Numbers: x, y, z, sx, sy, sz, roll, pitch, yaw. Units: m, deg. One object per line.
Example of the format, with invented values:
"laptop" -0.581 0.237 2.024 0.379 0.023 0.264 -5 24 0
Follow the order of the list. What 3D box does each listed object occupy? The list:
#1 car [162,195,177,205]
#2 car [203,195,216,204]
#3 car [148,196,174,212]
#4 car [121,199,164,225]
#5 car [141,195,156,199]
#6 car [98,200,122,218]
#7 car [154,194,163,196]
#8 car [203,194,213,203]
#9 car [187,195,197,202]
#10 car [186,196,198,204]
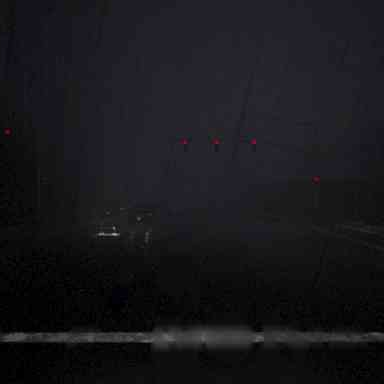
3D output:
"car" -3.592 1.530 58.079 2.128 1.511 4.902 0 0 0
"car" 3.594 1.590 64.153 2.033 1.411 5.357 0 0 0
"car" -3.606 1.574 39.237 2.033 1.411 5.357 0 0 0
"car" -3.605 1.534 24.999 2.128 1.511 4.902 0 0 0
"car" -7.107 1.581 50.487 2.033 1.411 5.357 0 0 0
"car" -7.105 1.512 30.379 2.128 1.511 4.902 0 0 0
"car" -7.011 1.373 68.760 2.150 2.045 5.566 0 0 0
"car" 3.490 1.405 74.375 2.097 1.767 4.553 0 0 0
"car" -0.012 1.463 73.795 1.994 1.385 4.181 0 0 0
"car" -0.011 1.548 63.686 1.837 1.490 4.892 0 0 0
